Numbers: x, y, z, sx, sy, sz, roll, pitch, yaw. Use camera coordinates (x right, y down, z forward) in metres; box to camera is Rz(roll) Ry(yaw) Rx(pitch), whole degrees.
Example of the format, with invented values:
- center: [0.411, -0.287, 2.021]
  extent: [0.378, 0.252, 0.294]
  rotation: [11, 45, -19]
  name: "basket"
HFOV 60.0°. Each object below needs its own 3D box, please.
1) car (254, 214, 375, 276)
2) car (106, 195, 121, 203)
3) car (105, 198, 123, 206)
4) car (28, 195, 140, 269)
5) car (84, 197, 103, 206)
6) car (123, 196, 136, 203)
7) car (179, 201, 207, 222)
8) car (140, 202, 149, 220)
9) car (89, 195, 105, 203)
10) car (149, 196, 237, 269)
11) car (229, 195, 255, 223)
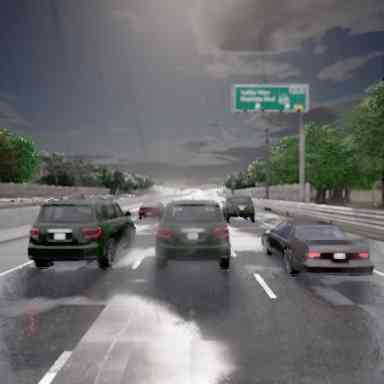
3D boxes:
- center: [3.541, 1.578, 10.437]
  extent: [2.033, 1.411, 5.357]
  rotation: [0, 0, 1]
  name: "car"
- center: [-16.950, 1.442, 71.732]
  extent: [2.097, 1.767, 4.553]
  rotation: [0, 0, 1]
  name: "car"
- center: [-13.670, 1.686, 58.352]
  extent: [1.895, 1.301, 4.718]
  rotation: [0, 0, 1]
  name: "car"
- center: [-3.449, 1.256, 11.436]
  extent: [2.150, 2.045, 5.566]
  rotation: [0, 0, 1]
  name: "car"
- center: [-17.172, 1.589, 58.394]
  extent: [1.837, 1.490, 4.892]
  rotation: [0, 0, 1]
  name: "car"
- center: [-13.451, 1.564, 71.647]
  extent: [1.882, 1.535, 5.008]
  rotation: [0, 0, 1]
  name: "car"
- center: [0.134, 1.546, 27.572]
  extent: [2.128, 1.511, 4.902]
  rotation: [0, 0, 1]
  name: "car"
- center: [-3.349, 1.532, 28.749]
  extent: [1.882, 1.535, 5.008]
  rotation: [0, 0, 1]
  name: "car"
- center: [-20.450, 1.441, 71.786]
  extent: [2.097, 1.767, 4.553]
  rotation: [0, 0, 1]
  name: "car"
- center: [0.052, 1.256, 11.469]
  extent: [2.150, 2.045, 5.566]
  rotation: [0, 0, 1]
  name: "car"
- center: [3.617, 1.275, 26.490]
  extent: [2.150, 2.045, 5.566]
  rotation: [0, 0, 1]
  name: "car"
